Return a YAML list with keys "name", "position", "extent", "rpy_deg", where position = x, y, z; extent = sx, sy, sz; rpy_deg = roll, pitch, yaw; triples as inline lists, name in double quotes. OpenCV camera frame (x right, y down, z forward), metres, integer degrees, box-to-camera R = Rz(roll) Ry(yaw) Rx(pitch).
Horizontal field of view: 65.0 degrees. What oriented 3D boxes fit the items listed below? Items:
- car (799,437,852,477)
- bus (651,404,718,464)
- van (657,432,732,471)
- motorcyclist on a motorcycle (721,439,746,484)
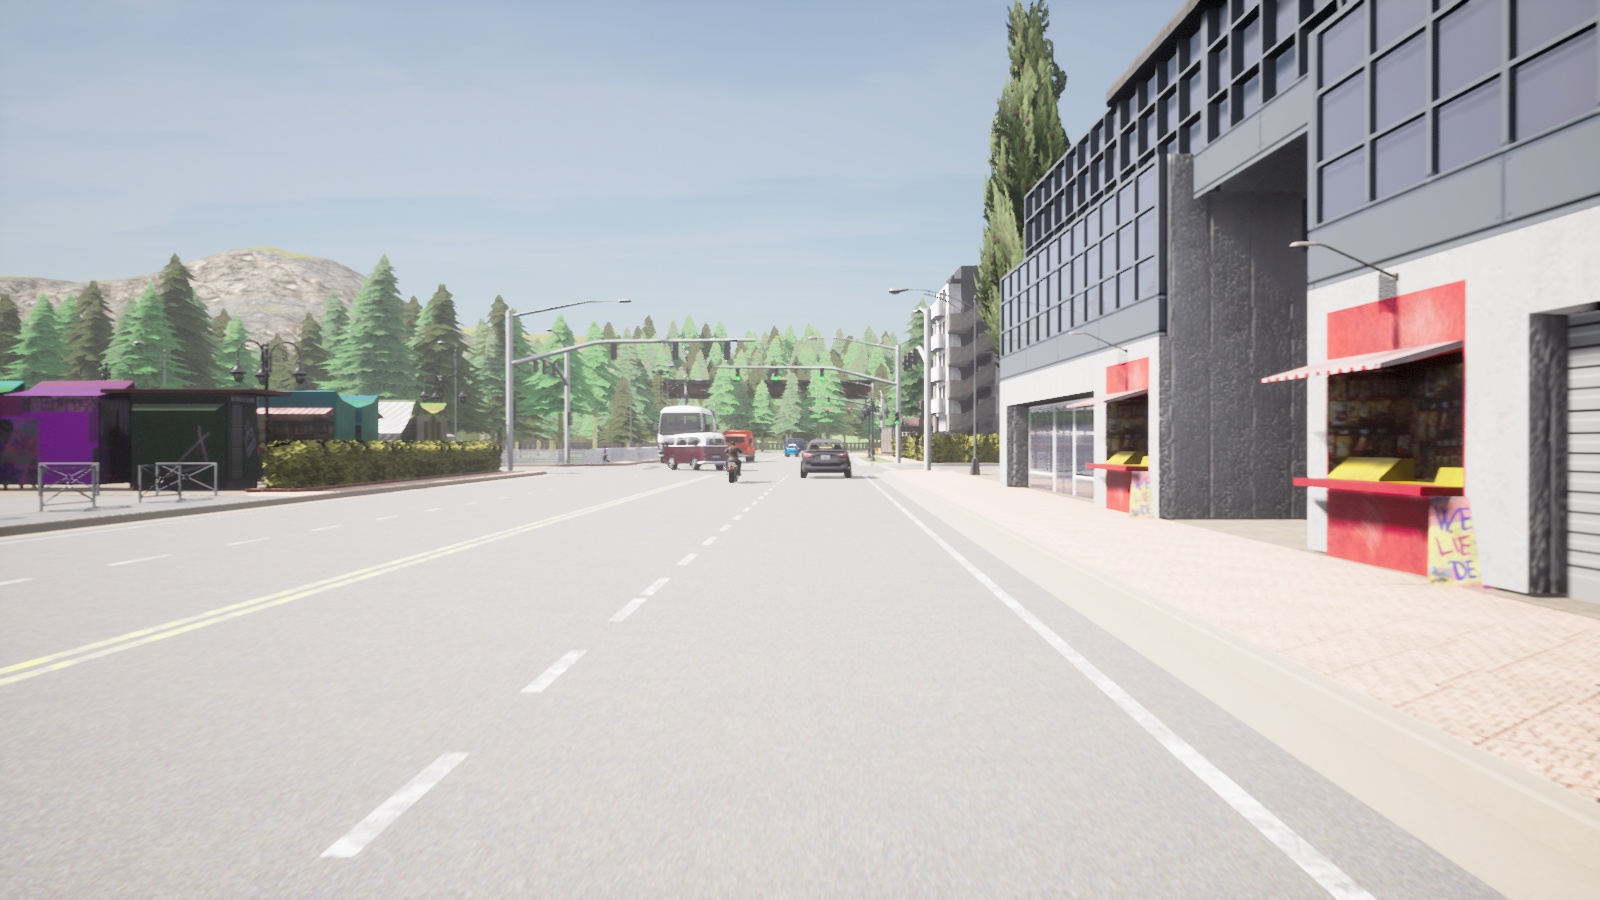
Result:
- name: "car"
  position: [1.121, 0.282, 55.007]
  extent: [2.242, 1.667, 4.611]
  rpy_deg: [0, 0, 1]
- name: "bus"
  position: [-8.558, -1.170, 94.483]
  extent: [3.944, 4.253, 10.273]
  rpy_deg: [0, 0, 1]
- name: "van"
  position: [-5.759, 0.080, 68.278]
  extent: [2.069, 2.038, 4.480]
  rpy_deg: [0, 0, -35]
- name: "motorcyclist on a motorcycle"
  position: [-2.531, 0.425, 47.765]
  extent: [0.766, 1.649, 2.350]
  rpy_deg: [0, 0, 1]
